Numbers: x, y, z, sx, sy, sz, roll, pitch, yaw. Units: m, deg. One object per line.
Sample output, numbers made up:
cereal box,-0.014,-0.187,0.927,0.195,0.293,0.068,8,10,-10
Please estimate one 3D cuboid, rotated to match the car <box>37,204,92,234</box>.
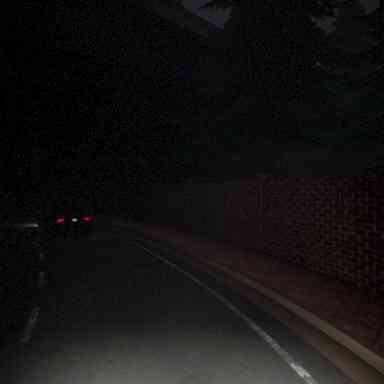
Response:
car,-7.019,1.368,17.972,2.033,1.411,5.357,-1,1,-34
